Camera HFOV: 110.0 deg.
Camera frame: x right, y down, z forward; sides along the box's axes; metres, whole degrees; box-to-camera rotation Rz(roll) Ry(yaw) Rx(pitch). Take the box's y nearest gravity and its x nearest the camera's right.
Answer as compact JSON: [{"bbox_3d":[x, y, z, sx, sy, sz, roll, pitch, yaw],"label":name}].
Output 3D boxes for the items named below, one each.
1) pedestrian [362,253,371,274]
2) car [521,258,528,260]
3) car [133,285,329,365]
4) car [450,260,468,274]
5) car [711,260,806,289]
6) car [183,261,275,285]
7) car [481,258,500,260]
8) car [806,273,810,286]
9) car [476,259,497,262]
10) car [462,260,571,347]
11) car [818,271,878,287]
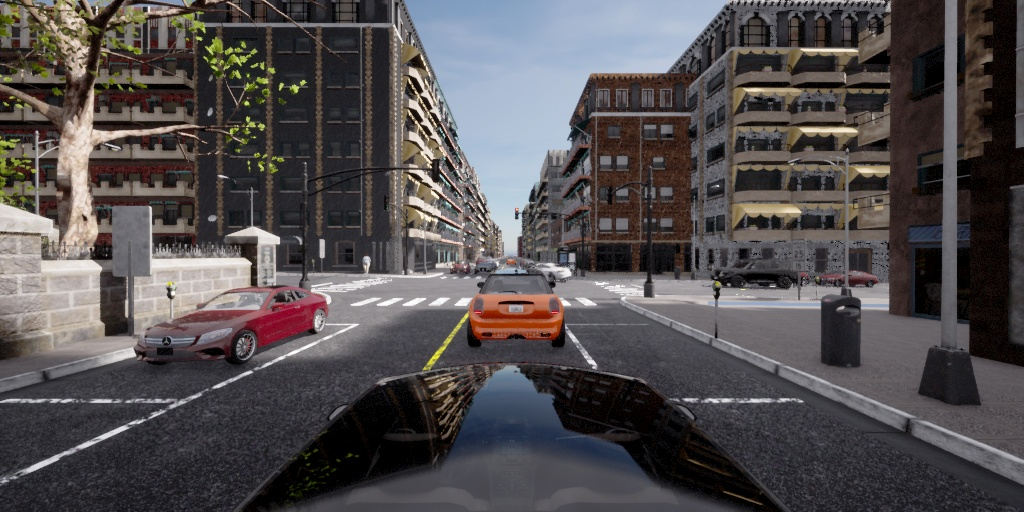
[{"bbox_3d":[-12.752,0.651,31.374,0.375,1.860,0.375,0,-1,-1],"label":"pedestrian"},{"bbox_3d":[2.624,1.298,51.674,2.007,1.370,4.403,0,0,0],"label":"car"},{"bbox_3d":[-5.697,1.331,7.980,1.802,1.307,4.207,0,0,0],"label":"car"},{"bbox_3d":[-5.741,1.187,40.391,1.967,1.591,4.097,0,0,0],"label":"car"},{"bbox_3d":[17.679,1.302,26.250,5.566,2.045,2.150,1,0,-1],"label":"car"},{"bbox_3d":[-17.676,1.035,22.575,4.181,1.385,1.994,1,0,-1],"label":"car"},{"bbox_3d":[-3.153,1.312,49.962,1.994,1.385,4.181,0,0,0],"label":"car"},{"bbox_3d":[21.344,1.571,28.864,4.097,1.591,1.967,0,0,-1],"label":"car"},{"bbox_3d":[-3.145,1.312,40.988,1.994,1.385,4.181,0,0,0],"label":"car"},{"bbox_3d":[0.117,1.101,9.490,2.097,1.767,4.553,0,0,1],"label":"car"},{"bbox_3d":[27.018,1.813,28.940,4.207,1.307,1.802,0,0,-1],"label":"car"}]
